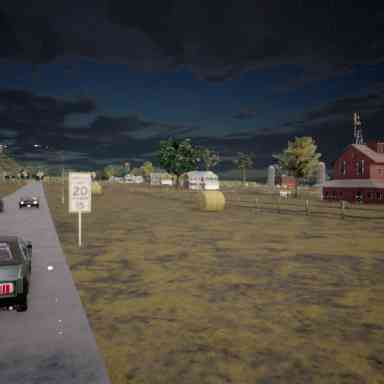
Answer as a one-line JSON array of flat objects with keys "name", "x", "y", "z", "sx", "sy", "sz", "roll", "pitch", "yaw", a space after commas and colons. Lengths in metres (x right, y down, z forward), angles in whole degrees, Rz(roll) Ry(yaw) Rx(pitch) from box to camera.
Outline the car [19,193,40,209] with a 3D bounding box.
[{"name": "car", "x": -17.321, "y": 1.056, "z": 35.509, "sx": 1.895, "sy": 1.301, "sz": 4.718, "roll": 0, "pitch": 1, "yaw": -24}]

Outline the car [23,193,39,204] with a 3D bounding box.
[{"name": "car", "x": -21.499, "y": 0.815, "z": 44.561, "sx": 1.895, "sy": 1.301, "sz": 4.718, "roll": 0, "pitch": 1, "yaw": -24}]

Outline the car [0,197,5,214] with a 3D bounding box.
[{"name": "car", "x": -17.533, "y": 1.088, "z": 29.005, "sx": 2.128, "sy": 1.511, "sz": 4.902, "roll": 0, "pitch": 1, "yaw": -24}]

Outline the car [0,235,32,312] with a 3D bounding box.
[{"name": "car", "x": -4.507, "y": 1.592, "z": 7.191, "sx": 1.895, "sy": 1.301, "sz": 4.718, "roll": 0, "pitch": 0, "yaw": -24}]
